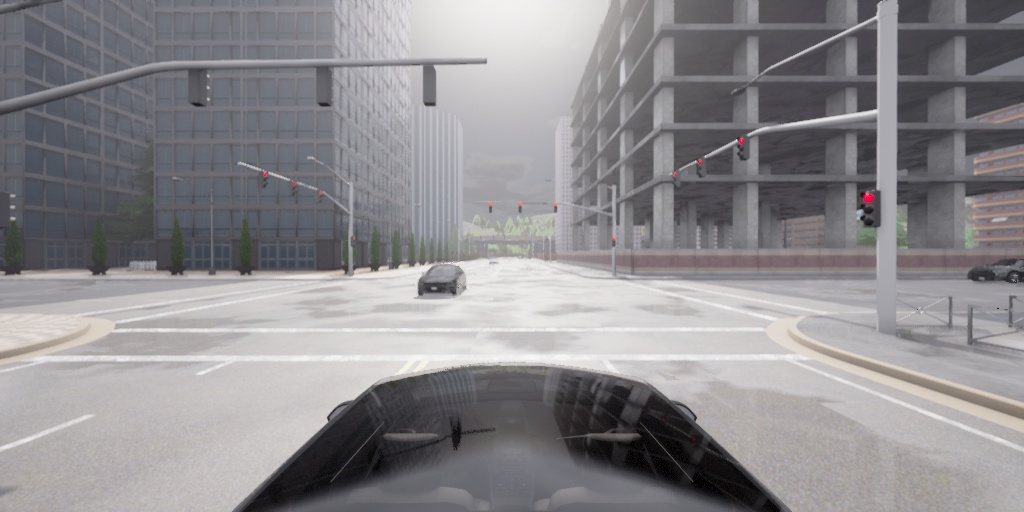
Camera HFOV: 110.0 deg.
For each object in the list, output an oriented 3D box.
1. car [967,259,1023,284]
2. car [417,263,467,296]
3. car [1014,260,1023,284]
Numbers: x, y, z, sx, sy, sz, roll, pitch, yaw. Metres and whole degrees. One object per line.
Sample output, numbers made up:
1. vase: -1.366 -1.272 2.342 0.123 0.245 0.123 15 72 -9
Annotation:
1. car: 34.386 0.955 24.531 4.553 1.767 2.097 0 0 0
2. car: -3.498 1.172 18.630 1.882 1.535 5.008 0 0 0
3. car: 33.152 1.142 21.019 4.674 1.442 1.812 0 0 0
